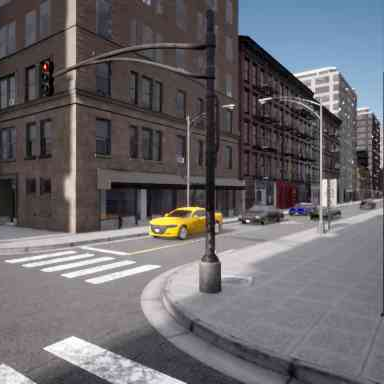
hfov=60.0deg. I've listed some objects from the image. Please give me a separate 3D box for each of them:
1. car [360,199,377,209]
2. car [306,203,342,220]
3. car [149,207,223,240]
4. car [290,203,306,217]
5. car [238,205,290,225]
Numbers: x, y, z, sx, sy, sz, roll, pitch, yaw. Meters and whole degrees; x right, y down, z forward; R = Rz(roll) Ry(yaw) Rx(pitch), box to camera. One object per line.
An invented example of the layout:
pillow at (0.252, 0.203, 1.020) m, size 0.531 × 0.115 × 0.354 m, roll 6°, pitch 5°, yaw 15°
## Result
car at (27.181, 1.839, 51.230) m, size 1.837 × 1.490 × 4.892 m, roll 0°, pitch -1°, yaw 35°
car at (12.212, 1.764, 30.242) m, size 1.994 × 1.385 × 4.181 m, roll 0°, pitch 0°, yaw 36°
car at (-0.208, 1.576, 17.891) m, size 1.882 × 1.535 × 5.008 m, roll 0°, pitch 0°, yaw 35°
car at (11.521, 1.816, 34.329) m, size 1.895 × 1.301 × 4.718 m, roll 0°, pitch 0°, yaw 36°
car at (5.533, 1.704, 25.949) m, size 2.033 × 1.411 × 5.357 m, roll 0°, pitch 0°, yaw 35°
